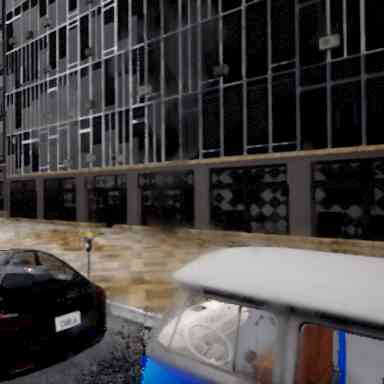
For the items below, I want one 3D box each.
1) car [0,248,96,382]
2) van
[{"bbox_3d":[-3.154,1.552,5.136,4.313,1.339,1.947,0,-1,36],"label":"car"},{"bbox_3d":[1.450,1.342,1.858,3.998,1.788,1.690,0,-1,36],"label":"van"}]
